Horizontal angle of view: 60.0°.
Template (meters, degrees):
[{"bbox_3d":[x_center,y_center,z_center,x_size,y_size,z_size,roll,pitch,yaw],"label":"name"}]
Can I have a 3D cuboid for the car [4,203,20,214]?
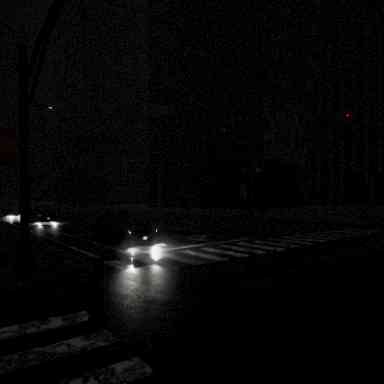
[{"bbox_3d":[-24.829,2.307,46.118,2.128,1.511,4.902,-1,-1,-36],"label":"car"}]

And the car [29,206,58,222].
[{"bbox_3d":[-14.260,2.023,31.546,2.033,1.411,5.357,-1,-1,-36],"label":"car"}]

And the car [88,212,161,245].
[{"bbox_3d":[-3.680,1.731,17.120,2.033,1.411,5.357,-1,-1,-36],"label":"car"}]
